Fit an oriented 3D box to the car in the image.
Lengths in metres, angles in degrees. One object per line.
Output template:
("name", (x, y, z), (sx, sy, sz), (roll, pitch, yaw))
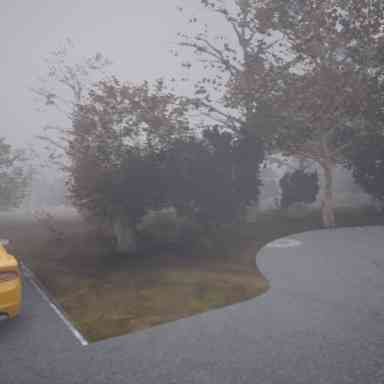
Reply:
("car", (-4.747, 1.479, 6.669), (2.097, 1.535, 5.008), (0, 0, -36))
